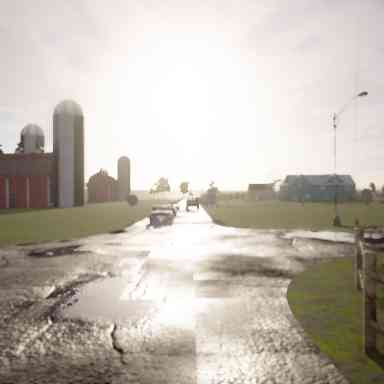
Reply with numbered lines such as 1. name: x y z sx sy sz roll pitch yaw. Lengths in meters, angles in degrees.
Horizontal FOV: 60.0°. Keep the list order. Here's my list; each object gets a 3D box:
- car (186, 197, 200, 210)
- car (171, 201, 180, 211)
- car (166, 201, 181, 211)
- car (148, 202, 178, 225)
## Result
1. car: 0.115 1.895 56.239 2.150 2.045 5.566 0 -1 0
2. car: -2.836 2.029 38.722 1.994 1.385 4.181 0 -1 0
3. car: -2.823 2.172 52.035 2.033 1.411 5.357 0 -1 0
4. car: -2.482 1.817 27.040 2.128 1.511 4.902 0 -1 -5
